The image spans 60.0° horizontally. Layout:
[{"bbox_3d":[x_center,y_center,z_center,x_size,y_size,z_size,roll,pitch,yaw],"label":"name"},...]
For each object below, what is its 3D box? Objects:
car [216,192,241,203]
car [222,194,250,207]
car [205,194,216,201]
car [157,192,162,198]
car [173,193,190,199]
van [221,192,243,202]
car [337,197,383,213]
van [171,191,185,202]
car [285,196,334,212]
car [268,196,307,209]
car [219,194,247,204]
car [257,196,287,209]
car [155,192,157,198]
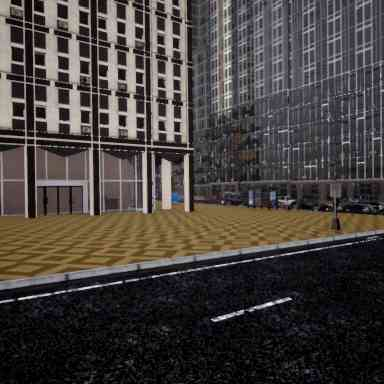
[{"bbox_3d":[6.300,1.175,51.140,1.837,1.490,4.892,-1,1,-34],"label":"car"},{"bbox_3d":[6.573,1.319,46.041,1.947,1.339,4.313,0,1,-34],"label":"car"},{"bbox_3d":[3.964,1.042,64.880,1.802,1.307,4.206,0,1,-34],"label":"car"},{"bbox_3d":[-5.621,0.614,78.979,2.192,1.841,5.009,0,1,-34],"label":"car"},{"bbox_3d":[-2.426,0.935,74.282,1.802,1.307,4.206,0,1,-34],"label":"car"},{"bbox_3d":[7.158,0.854,60.176,1.690,1.788,3.998,0,1,-34],"label":"van"},{"bbox_3d":[17.303,1.340,34.940,2.128,1.511,4.902,-1,1,-34],"label":"car"},{"bbox_3d":[-2.967,0.936,60.168,1.690,1.788,3.998,0,1,-34],"label":"van"},{"bbox_3d":[12.900,1.423,36.595,1.947,1.339,4.313,0,1,-34],"label":"car"},{"bbox_3d":[12.116,1.290,42.576,1.812,1.442,4.674,-1,1,-34],"label":"car"},{"bbox_3d":[6.816,1.089,56.063,1.837,1.490,4.892,-1,1,-34],"label":"car"},{"bbox_3d":[9.719,1.387,41.308,1.802,1.307,4.206,0,1,-34],"label":"car"},{"bbox_3d":[-8.816,0.685,83.681,1.967,1.590,4.097,0,1,-34],"label":"car"}]
